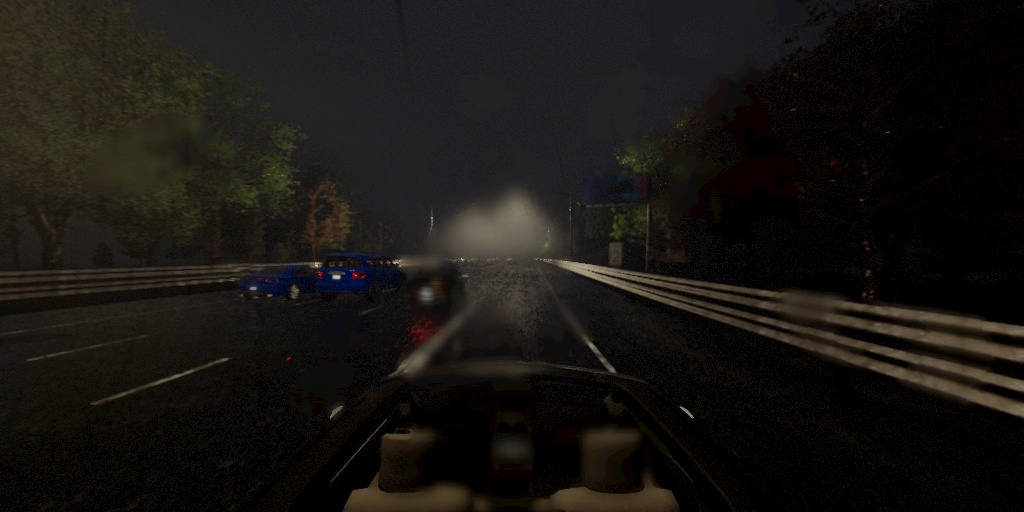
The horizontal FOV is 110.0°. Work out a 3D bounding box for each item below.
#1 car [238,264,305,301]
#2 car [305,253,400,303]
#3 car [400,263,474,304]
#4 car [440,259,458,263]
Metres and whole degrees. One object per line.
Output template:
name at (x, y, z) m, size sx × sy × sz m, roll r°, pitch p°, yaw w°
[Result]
car at (-10.140, 1.138, 16.740) m, size 1.882 × 1.535 × 5.008 m, roll 0°, pitch 0°, yaw 3°
car at (-6.645, 0.912, 16.533) m, size 2.150 × 2.045 × 5.566 m, roll 0°, pitch 0°, yaw 3°
car at (-3.163, 1.227, 16.240) m, size 1.837 × 1.490 × 4.892 m, roll 0°, pitch 0°, yaw 3°
car at (-8.505, 1.156, 48.358) m, size 2.128 × 1.511 × 4.902 m, roll 0°, pitch 0°, yaw 3°
